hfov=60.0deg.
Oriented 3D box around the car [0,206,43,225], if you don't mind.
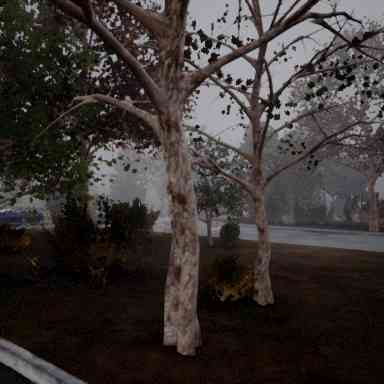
[{"bbox_3d":[-13.738,1.821,25.276,1.812,1.442,4.674,-1,-2,36],"label":"car"}]
